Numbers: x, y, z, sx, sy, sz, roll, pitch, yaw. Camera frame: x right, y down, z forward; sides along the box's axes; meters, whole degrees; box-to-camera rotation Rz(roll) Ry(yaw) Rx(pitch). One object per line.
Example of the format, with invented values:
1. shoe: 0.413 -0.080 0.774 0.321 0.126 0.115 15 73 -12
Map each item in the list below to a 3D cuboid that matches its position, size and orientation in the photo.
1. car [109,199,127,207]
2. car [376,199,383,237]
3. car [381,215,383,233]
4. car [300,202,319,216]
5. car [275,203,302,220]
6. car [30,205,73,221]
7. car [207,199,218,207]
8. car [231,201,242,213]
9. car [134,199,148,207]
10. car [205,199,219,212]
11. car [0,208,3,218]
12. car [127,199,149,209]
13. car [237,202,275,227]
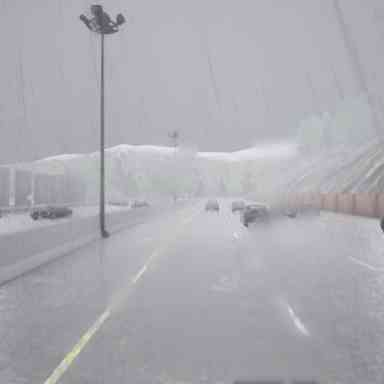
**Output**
1. car: -13.664 2.112 63.642 2.033 1.411 5.357 0 -1 4
2. car: 11.173 1.361 15.616 2.150 2.045 5.566 0 -1 3
3. car: 7.346 1.297 8.497 2.150 2.045 5.566 0 -1 2
4. car: 12.618 1.837 36.803 1.837 1.490 4.892 0 0 4
5. car: 8.728 1.850 31.839 1.994 1.385 4.181 0 0 4
6. car: -12.664 1.869 30.243 1.895 1.301 4.718 0 -1 4
7. car: 3.967 2.111 63.220 2.033 1.411 5.357 0 -1 4
8. car: 6.126 1.936 43.569 2.033 1.411 5.357 0 -1 5
9. car: -10.014 2.112 66.012 1.812 1.442 4.674 0 0 4
10. car: 2.753 2.006 45.334 1.895 1.301 4.718 0 -1 5
11. car: -19.625 1.838 30.991 1.994 1.385 4.181 0 -1 4
12. car: -7.678 2.003 49.344 1.994 1.385 4.181 0 -1 4
13. car: 4.730 1.728 25.142 1.837 1.490 4.892 0 -1 4
